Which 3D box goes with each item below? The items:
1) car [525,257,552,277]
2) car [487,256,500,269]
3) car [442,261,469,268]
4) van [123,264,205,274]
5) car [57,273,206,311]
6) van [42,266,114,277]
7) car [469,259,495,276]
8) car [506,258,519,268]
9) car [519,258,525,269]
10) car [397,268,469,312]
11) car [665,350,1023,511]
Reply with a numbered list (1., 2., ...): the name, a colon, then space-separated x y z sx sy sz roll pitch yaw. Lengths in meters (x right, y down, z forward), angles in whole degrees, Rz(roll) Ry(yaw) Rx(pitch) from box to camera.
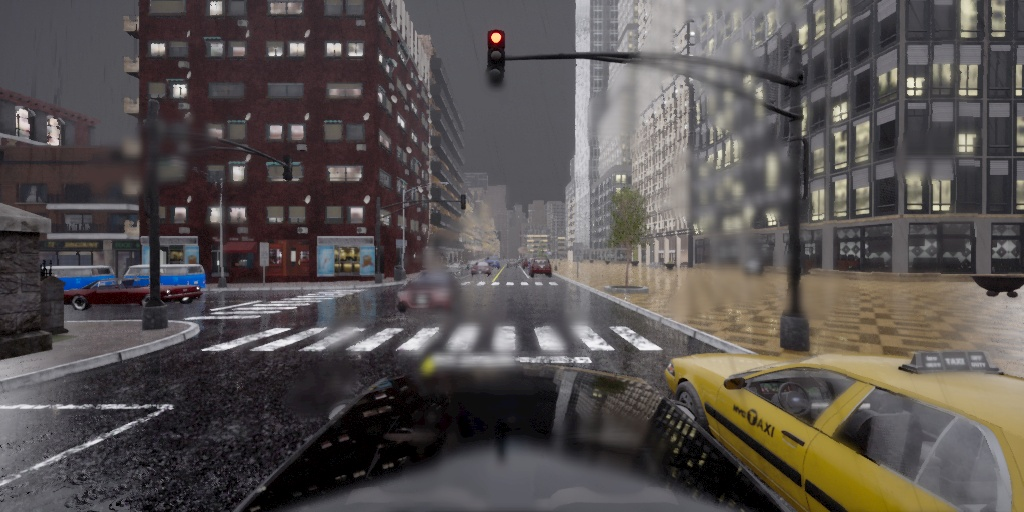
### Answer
1. car: 2.698 1.074 34.707 2.192 1.841 5.009 0 0 0
2. car: -3.074 1.005 56.469 2.150 2.045 5.566 0 0 0
3. car: -5.681 1.309 34.709 2.007 1.370 4.403 0 0 0
4. van: -20.762 1.391 21.473 3.998 1.789 1.690 0 0 -1
5. car: -16.544 1.603 15.719 4.718 1.301 1.895 -1 0 -1
6. van: -26.300 1.481 21.424 3.998 1.789 1.690 0 0 -1
7. car: -3.094 1.286 36.949 1.812 1.442 4.674 0 0 0
8. car: 0.016 1.286 63.484 2.128 1.511 4.902 0 0 0
9. car: 2.705 1.099 56.812 2.192 1.841 5.009 0 0 0
10. car: -3.105 1.361 14.360 1.994 1.385 4.181 0 0 0
11. car: 2.689 1.275 2.465 1.751 1.417 4.829 0 0 0
